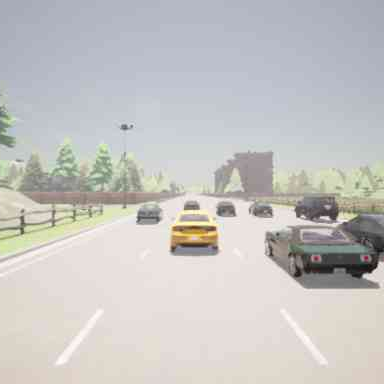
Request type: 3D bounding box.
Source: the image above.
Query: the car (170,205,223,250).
[{"bbox_3d":[0.086,1.552,14.648,1.882,1.535,5.008,0,0,0],"label":"car"}]

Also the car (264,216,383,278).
[{"bbox_3d":[3.592,1.652,10.307,1.895,1.301,4.718,0,0,0],"label":"car"}]

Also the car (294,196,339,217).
[{"bbox_3d":[10.536,1.363,28.512,2.150,2.045,5.566,0,0,0],"label":"car"}]

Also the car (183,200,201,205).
[{"bbox_3d":[-0.026,1.701,38.234,1.837,1.490,4.892,0,0,0],"label":"car"}]

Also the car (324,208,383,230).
[{"bbox_3d":[7.090,1.588,12.967,1.812,1.442,4.674,0,0,0],"label":"car"}]

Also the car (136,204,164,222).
[{"bbox_3d":[-3.461,1.692,27.850,2.033,1.411,5.357,0,0,0],"label":"car"}]

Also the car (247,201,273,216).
[{"bbox_3d":[7.000,1.696,34.079,1.812,1.442,4.674,0,0,0],"label":"car"}]

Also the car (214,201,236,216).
[{"bbox_3d":[3.491,1.685,35.442,1.837,1.490,4.892,0,0,0],"label":"car"}]
